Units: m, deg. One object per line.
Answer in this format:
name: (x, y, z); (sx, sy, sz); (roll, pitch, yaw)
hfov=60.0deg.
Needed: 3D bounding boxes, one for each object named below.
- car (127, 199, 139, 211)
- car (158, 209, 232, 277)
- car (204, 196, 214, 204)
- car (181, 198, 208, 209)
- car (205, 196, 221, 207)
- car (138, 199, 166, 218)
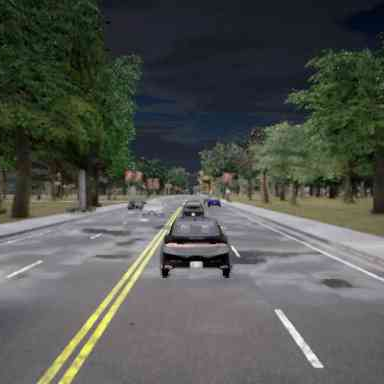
car: (-6.586, 1.553, 40.351); (1.994, 1.385, 4.181); (0, 0, 0)
car: (0.100, 1.488, 10.217); (2.128, 1.511, 4.902); (0, 0, 0)
car: (3.270, 1.517, 64.178); (1.812, 1.442, 4.674); (0, 0, 1)
car: (0.100, 1.496, 28.431); (1.837, 1.490, 4.892); (0, 0, 0)
car: (3.353, 1.466, 51.636); (1.882, 1.535, 5.008); (0, 0, 0)
car: (-3.349, 1.516, 30.074); (1.812, 1.442, 4.674); (0, 0, 0)
